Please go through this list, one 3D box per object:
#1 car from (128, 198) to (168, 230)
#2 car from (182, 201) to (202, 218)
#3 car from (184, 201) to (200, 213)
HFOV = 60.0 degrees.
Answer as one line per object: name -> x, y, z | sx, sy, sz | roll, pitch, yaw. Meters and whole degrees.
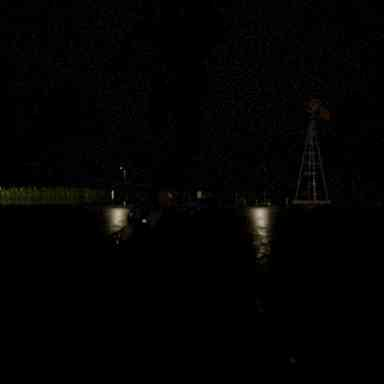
car -> -2.899, 1.413, 22.942 | 2.150, 2.045, 5.566 | 0, 0, 0
car -> 0.025, 1.750, 33.171 | 1.882, 1.535, 5.008 | 0, -1, 0
car -> -0.001, 1.899, 43.498 | 2.033, 1.411, 5.357 | 0, 0, 0
